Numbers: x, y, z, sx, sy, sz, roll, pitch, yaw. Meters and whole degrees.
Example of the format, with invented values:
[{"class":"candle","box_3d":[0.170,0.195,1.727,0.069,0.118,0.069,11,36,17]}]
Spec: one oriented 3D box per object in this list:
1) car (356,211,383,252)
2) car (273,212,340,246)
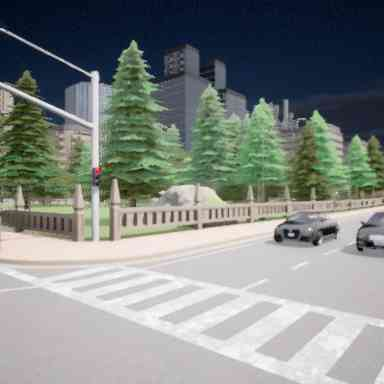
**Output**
[{"class":"car","box_3d":[8.163,1.552,13.555,2.128,1.511,4.902,-1,-1,40]},{"class":"car","box_3d":[5.559,1.659,15.897,1.994,1.385,4.181,-1,-1,40]}]
